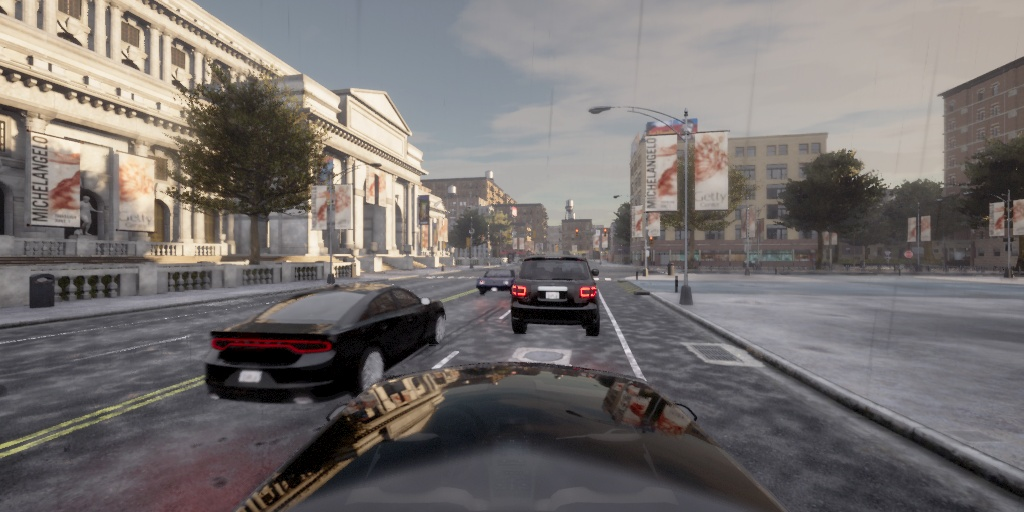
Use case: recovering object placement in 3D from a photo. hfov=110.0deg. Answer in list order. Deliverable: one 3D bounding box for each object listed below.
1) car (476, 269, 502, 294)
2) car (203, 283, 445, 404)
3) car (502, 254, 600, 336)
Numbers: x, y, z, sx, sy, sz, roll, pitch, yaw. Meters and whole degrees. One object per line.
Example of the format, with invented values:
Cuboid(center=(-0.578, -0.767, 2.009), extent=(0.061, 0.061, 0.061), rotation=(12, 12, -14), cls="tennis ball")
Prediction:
Cuboid(center=(-0.443, 1.350, 19.781), extent=(1.895, 1.301, 4.718), rotation=(0, 0, 11), cls="car")
Cuboid(center=(-2.722, 1.227, 6.584), extent=(1.882, 1.535, 5.008), rotation=(0, 0, 7), cls="car")
Cuboid(center=(1.382, 0.971, 10.644), extent=(2.150, 2.045, 5.566), rotation=(0, 0, 10), cls="car")
